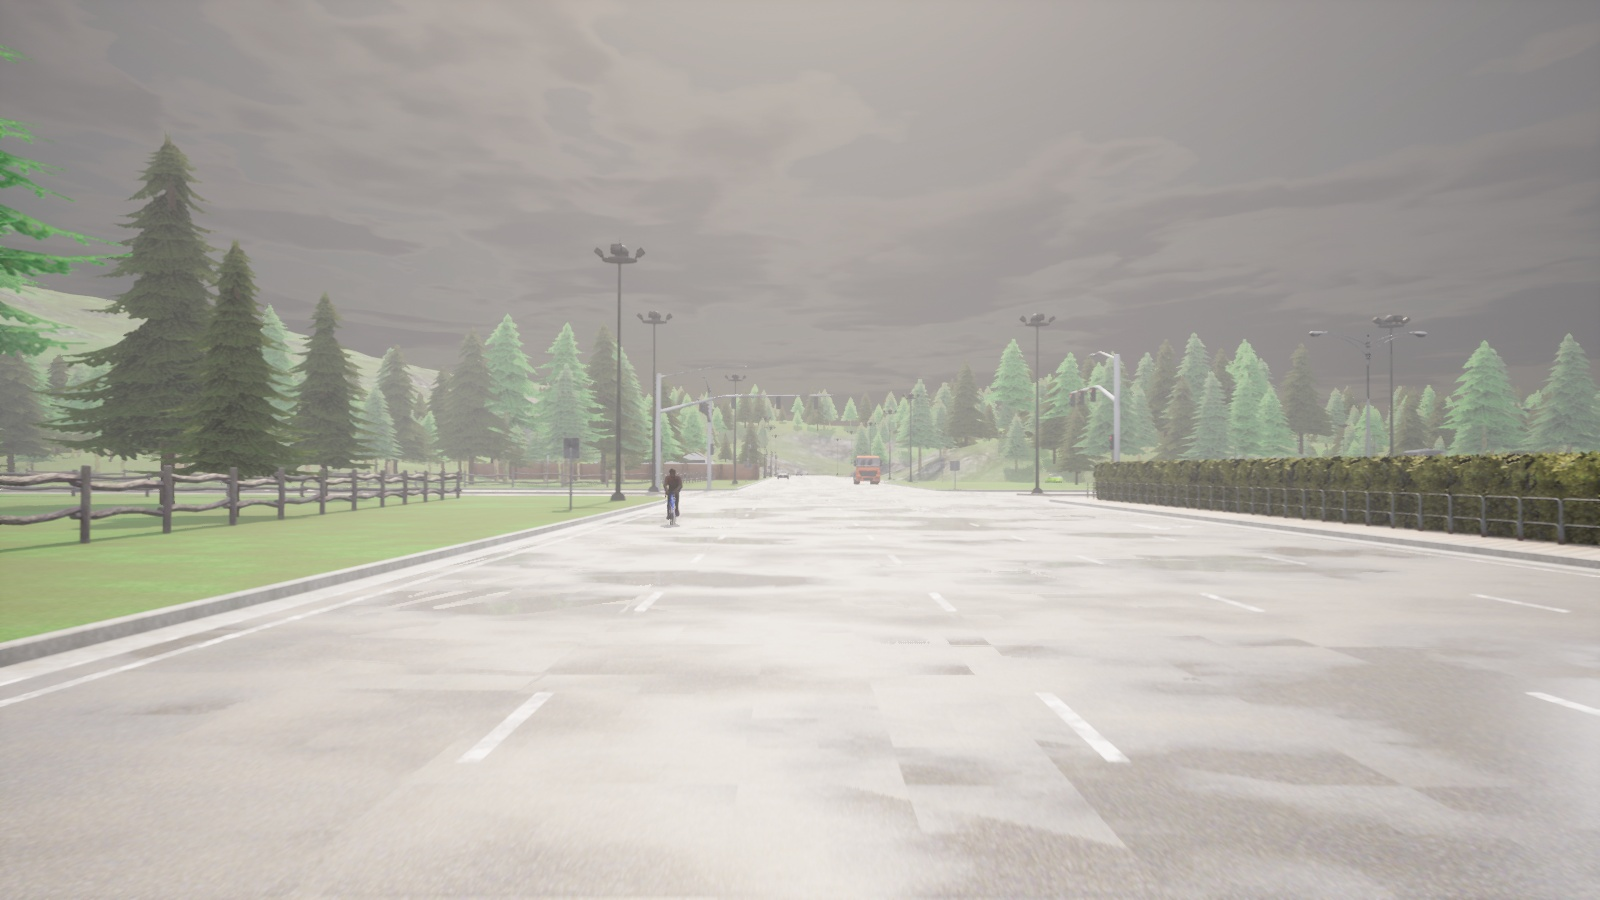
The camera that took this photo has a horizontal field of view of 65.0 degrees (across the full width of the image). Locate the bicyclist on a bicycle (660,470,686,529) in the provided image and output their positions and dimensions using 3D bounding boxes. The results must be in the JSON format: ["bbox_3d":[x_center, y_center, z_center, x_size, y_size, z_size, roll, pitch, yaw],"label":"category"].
[{"bbox_3d":[-3.583,1.376,35.512,0.582,1.620,1.656,0,-1,0],"label":"bicyclist on a bicycle"}]
